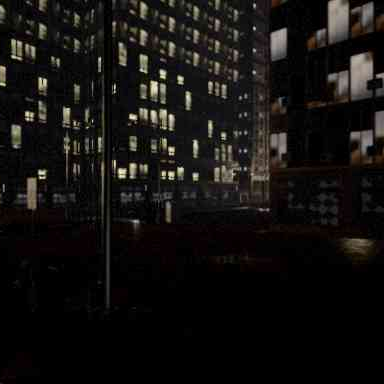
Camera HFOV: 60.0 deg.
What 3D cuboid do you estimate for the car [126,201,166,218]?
[{"bbox_3d":[-4.033,1.620,31.544,1.837,1.490,4.892,0,0,41],"label":"car"}]

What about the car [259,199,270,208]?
[{"bbox_3d":[12.008,1.599,48.265,5.357,1.411,2.033,0,0,-44],"label":"car"}]
